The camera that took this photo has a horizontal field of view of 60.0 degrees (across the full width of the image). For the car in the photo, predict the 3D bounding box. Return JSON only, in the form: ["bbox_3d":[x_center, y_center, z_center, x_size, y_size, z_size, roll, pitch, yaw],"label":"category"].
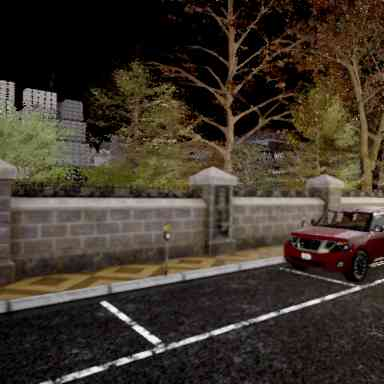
[{"bbox_3d":[5.038,1.379,10.154,5.009,1.841,2.192,0,0,-36],"label":"car"}]
